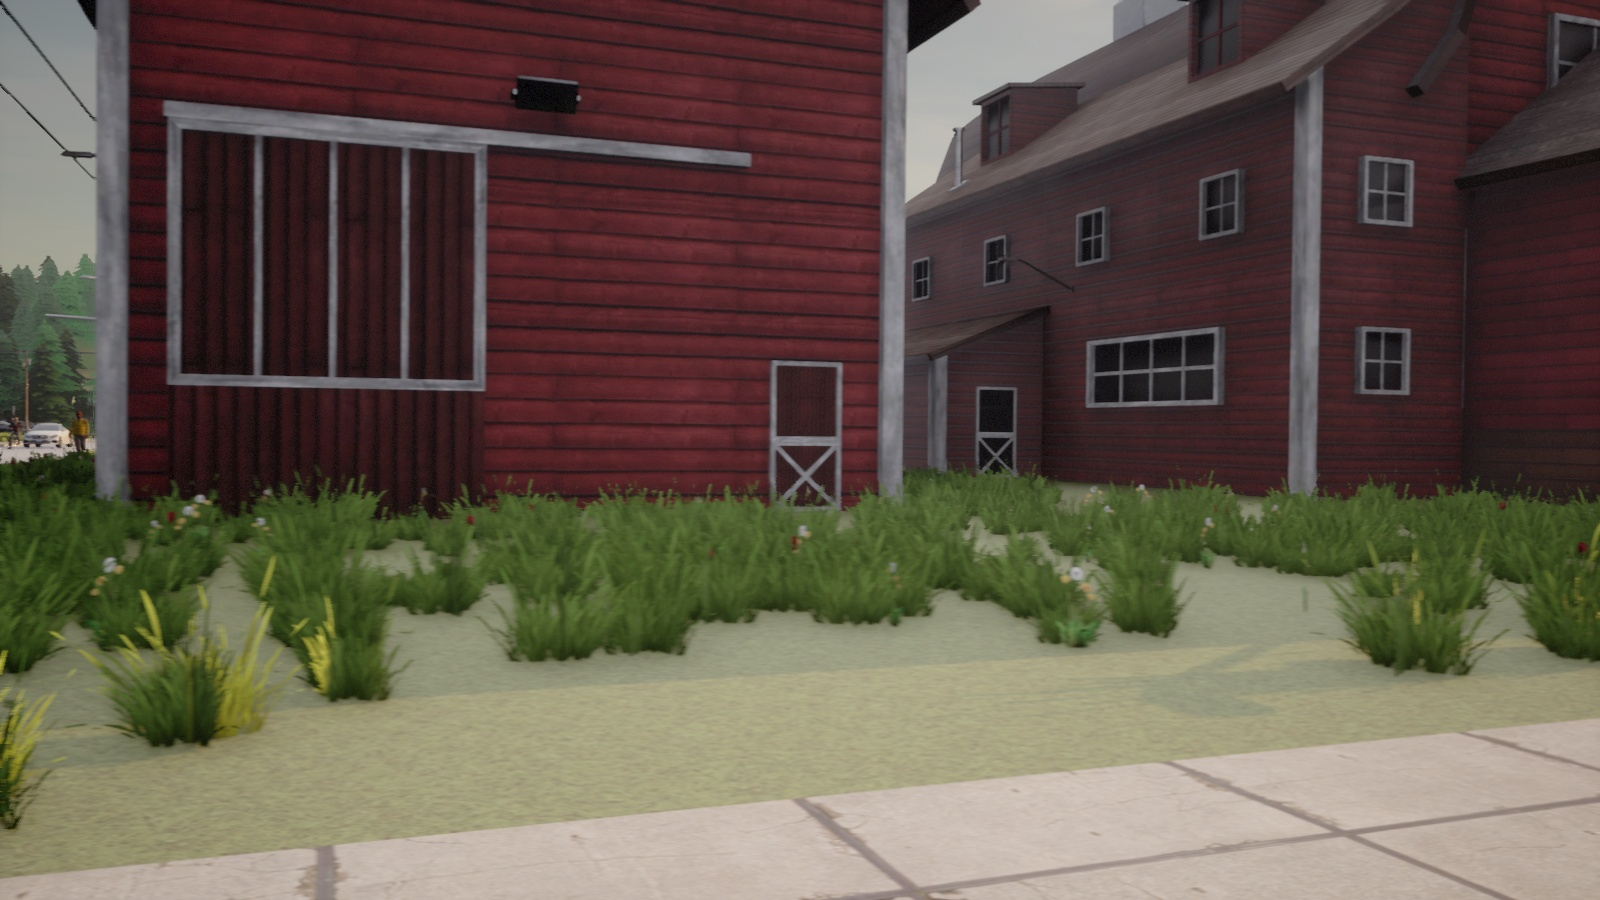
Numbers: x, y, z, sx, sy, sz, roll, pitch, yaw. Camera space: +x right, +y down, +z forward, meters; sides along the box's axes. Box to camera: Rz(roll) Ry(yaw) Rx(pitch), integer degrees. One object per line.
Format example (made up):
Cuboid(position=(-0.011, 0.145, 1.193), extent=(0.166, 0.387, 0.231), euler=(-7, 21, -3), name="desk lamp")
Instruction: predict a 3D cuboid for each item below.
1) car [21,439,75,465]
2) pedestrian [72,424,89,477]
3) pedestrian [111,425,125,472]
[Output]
Cuboid(position=(-43.961, 0.099, 73.500), extent=(1.812, 1.442, 4.674), euler=(-1, 1, -20), name="car")
Cuboid(position=(-25.104, 0.010, 43.827), extent=(0.370, 1.835, 0.726), euler=(-1, 1, -19), name="pedestrian")
Cuboid(position=(-26.494, -0.076, 48.792), extent=(0.328, 1.805, 0.869), euler=(-1, 1, -22), name="pedestrian")
